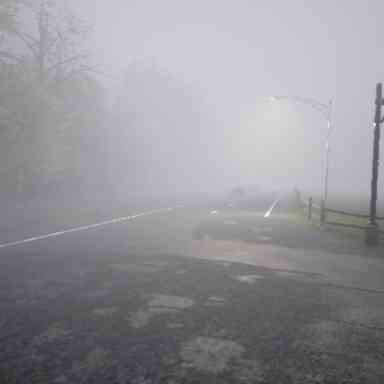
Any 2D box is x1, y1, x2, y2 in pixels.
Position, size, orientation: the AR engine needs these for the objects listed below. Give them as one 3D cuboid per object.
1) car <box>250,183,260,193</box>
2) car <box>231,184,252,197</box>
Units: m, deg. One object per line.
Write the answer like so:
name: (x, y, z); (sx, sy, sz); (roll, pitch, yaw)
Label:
car: (11.553, -0.836, 62.724); (2.097, 1.767, 4.553); (3, 2, 16)
car: (6.654, -0.158, 45.909); (1.837, 1.490, 4.892); (3, 2, 16)
